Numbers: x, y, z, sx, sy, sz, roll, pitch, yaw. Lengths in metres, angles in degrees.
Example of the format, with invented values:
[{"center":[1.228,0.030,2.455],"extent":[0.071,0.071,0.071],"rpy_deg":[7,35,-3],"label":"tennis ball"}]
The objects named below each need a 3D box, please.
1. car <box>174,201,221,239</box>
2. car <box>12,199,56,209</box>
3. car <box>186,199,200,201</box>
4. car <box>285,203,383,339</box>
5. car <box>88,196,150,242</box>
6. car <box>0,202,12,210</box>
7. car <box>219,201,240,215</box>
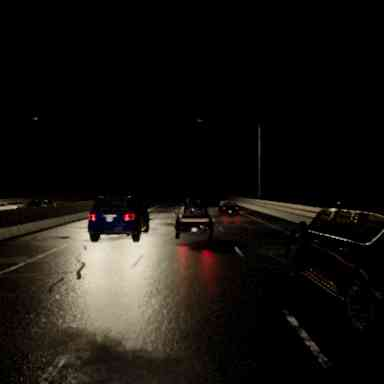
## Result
[{"center":[0.099,1.467,17.247],"extent":[2.128,1.511,4.902],"rpy_deg":[0,0,0],"label":"car"},{"center":[-14.096,1.462,30.593],"extent":[1.837,1.490,4.892],"rpy_deg":[0,0,0],"label":"car"},{"center":[0.100,1.455,34.888],"extent":[1.837,1.490,4.892],"rpy_deg":[0,0,0],"label":"car"},{"center":[3.600,1.213,6.705],"extent":[2.150,2.045,5.566],"rpy_deg":[0,0,0],"label":"car"},{"center":[-3.396,1.199,16.331],"extent":[2.150,2.045,5.566],"rpy_deg":[0,0,0],"label":"car"},{"center":[-17.598,1.560,29.344],"extent":[1.895,1.301,4.718],"rpy_deg":[0,0,0],"label":"car"},{"center":[3.599,1.554,33.421],"extent":[1.895,1.301,4.718],"rpy_deg":[0,0,0],"label":"car"}]
